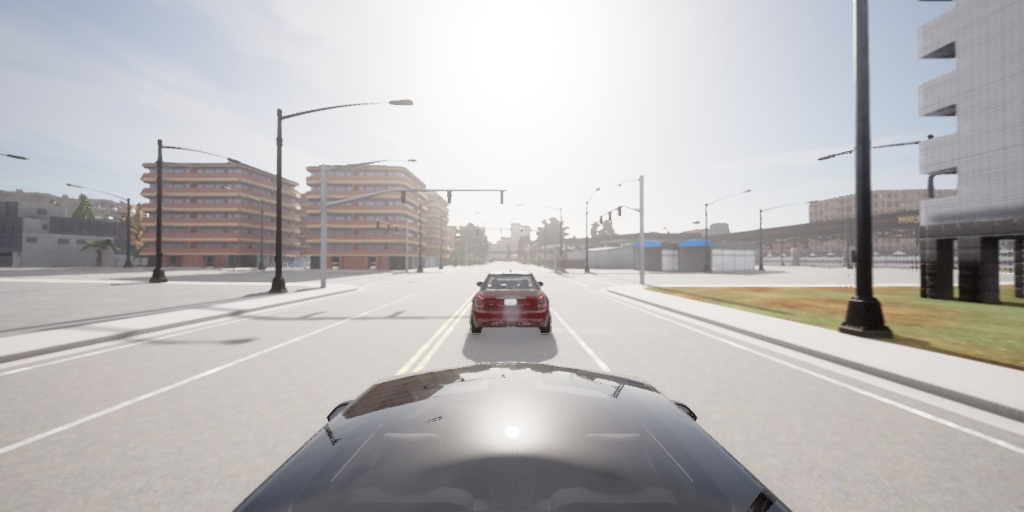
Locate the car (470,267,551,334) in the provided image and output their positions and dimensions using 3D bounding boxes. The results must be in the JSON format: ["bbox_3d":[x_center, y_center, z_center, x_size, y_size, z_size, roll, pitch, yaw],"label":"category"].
[{"bbox_3d":[-0.057,1.202,11.140,2.097,1.767,4.553,0,-1,-1],"label":"car"}]
